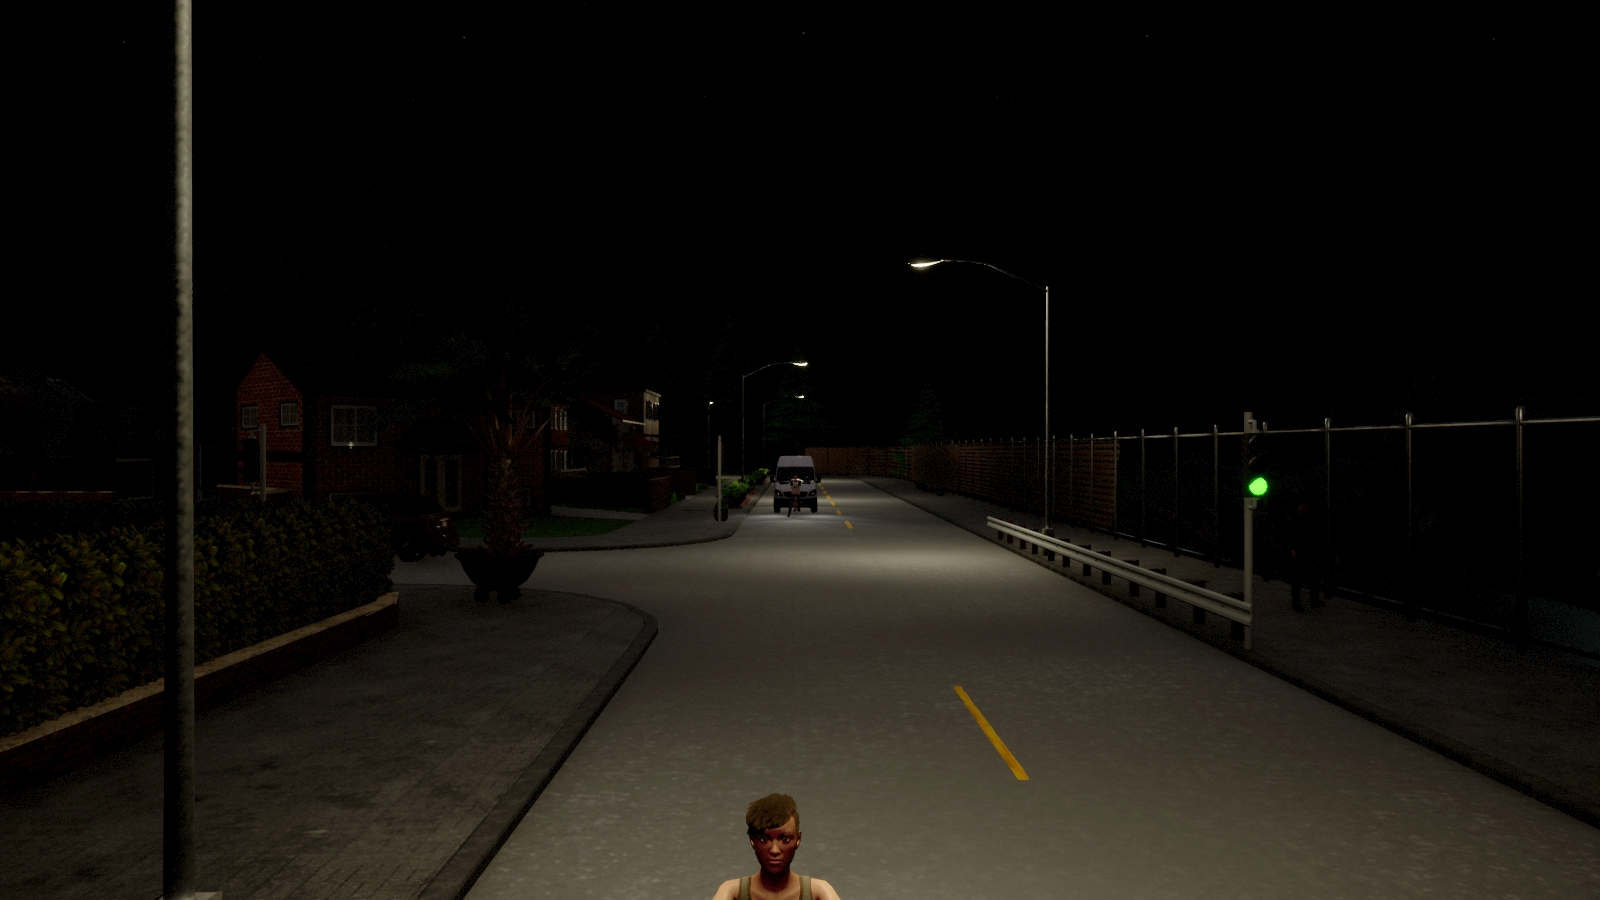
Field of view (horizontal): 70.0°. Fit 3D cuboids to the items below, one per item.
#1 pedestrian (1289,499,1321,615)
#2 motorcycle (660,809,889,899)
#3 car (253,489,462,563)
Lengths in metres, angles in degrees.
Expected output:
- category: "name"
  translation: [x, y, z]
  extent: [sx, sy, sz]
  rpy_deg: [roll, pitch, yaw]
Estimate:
- category: "pedestrian"
  translation: [8.309, 1.752, 18.806]
  extent: [0.375, 1.860, 0.375]
  rpy_deg: [0, 0, 1]
- category: "motorcycle"
  translation: [-0.084, 2.157, 3.590]
  extent: [0.764, 1.307, 2.356]
  rpy_deg: [0, 0, -1]
- category: "car"
  translation: [-11.246, 1.916, 29.295]
  extent: [4.553, 1.767, 2.097]
  rpy_deg: [0, 0, 1]
